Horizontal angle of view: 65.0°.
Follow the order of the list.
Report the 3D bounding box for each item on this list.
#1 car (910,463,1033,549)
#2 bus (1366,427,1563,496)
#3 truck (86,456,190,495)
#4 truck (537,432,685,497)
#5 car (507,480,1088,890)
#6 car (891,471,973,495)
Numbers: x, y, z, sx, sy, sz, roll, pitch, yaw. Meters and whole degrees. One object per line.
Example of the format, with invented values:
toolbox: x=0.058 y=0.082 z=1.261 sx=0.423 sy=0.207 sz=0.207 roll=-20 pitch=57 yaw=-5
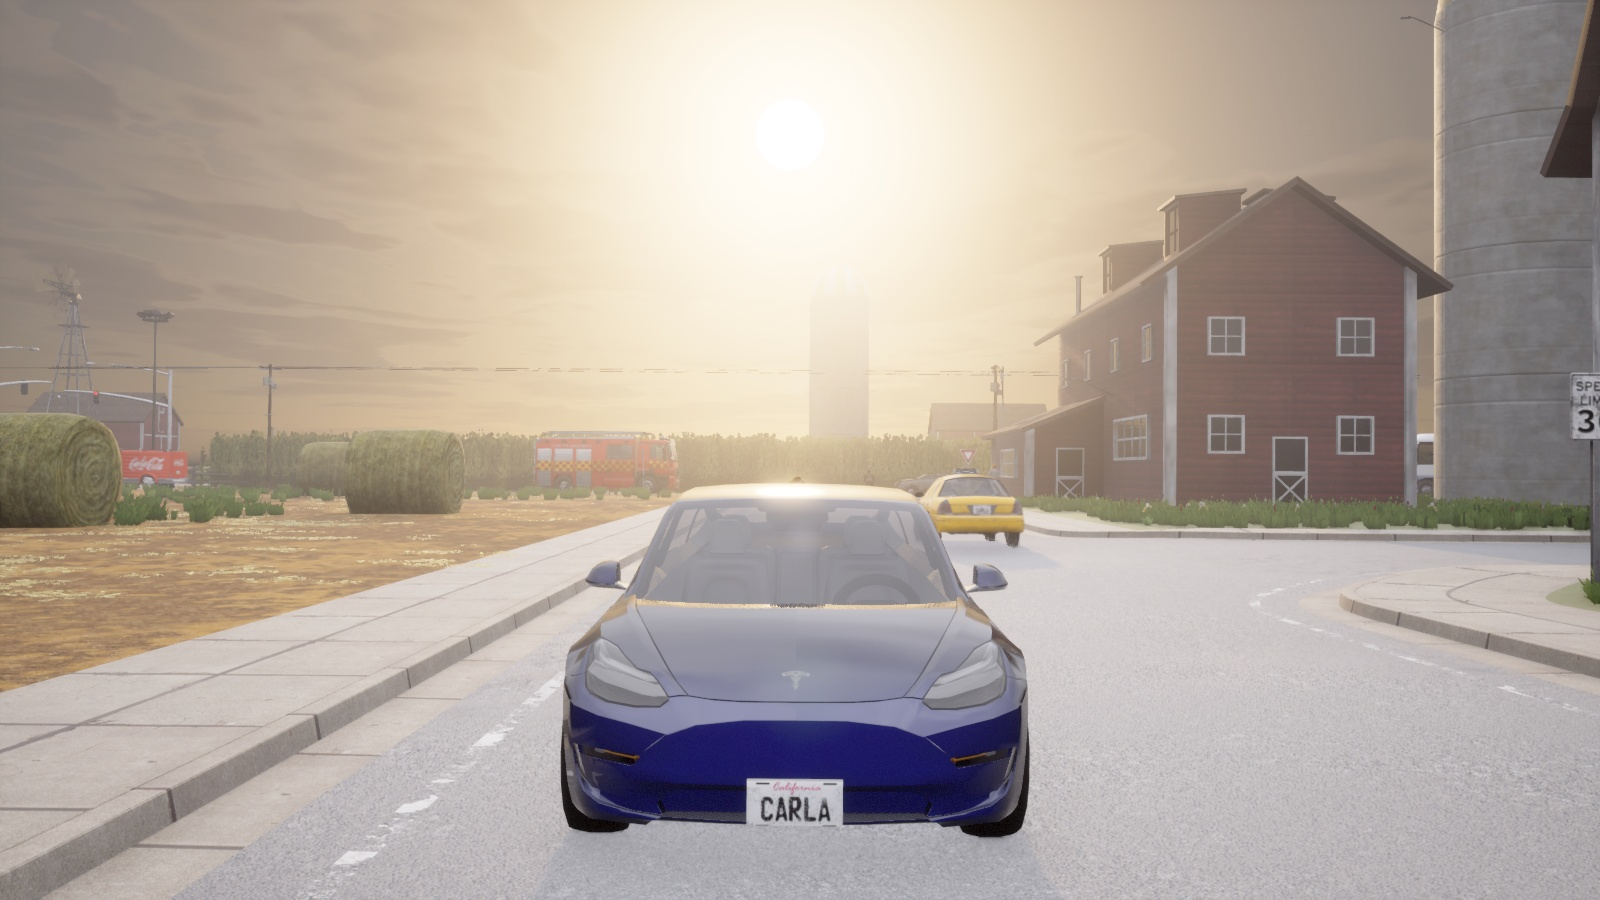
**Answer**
car: x=3.436 y=1.122 z=26.106 sx=1.801 sy=1.575 sz=5.366 roll=0 pitch=-2 yaw=0
bus: x=41.581 y=0.747 z=78.875 sx=10.273 sy=4.253 sz=3.944 roll=0 pitch=-1 yaw=1
truck: x=-42.149 y=1.617 z=80.012 sx=5.204 sy=2.467 sz=2.627 roll=0 pitch=-1 yaw=2
truck: x=-11.362 y=0.890 z=76.038 sx=8.468 sy=3.827 sz=2.891 roll=0 pitch=-1 yaw=1
car: x=-0.012 y=0.931 z=7.078 sx=2.163 sy=1.488 sz=4.792 roll=0 pitch=-1 yaw=0
car: x=8.304 y=2.067 z=79.205 sx=4.902 sy=1.511 sz=2.128 roll=0 pitch=-1 yaw=-1
